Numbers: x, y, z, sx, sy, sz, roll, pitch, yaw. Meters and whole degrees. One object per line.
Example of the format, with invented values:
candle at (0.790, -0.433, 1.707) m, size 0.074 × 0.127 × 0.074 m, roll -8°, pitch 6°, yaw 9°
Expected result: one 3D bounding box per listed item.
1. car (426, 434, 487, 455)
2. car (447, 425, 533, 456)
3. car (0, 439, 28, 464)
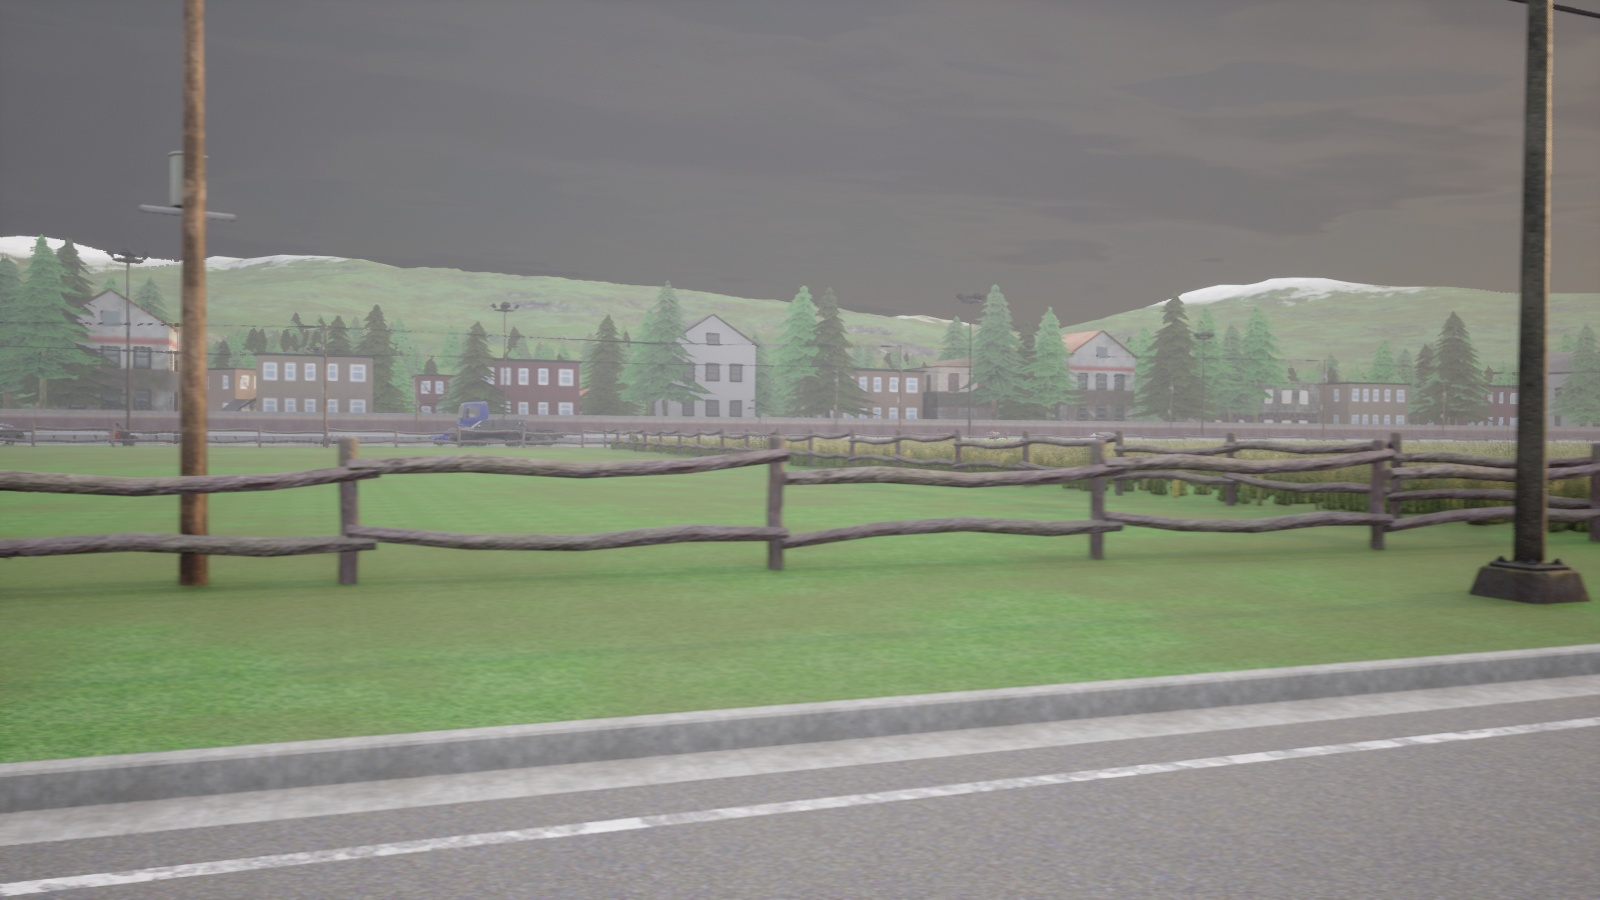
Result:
car at (-25.519, -0.456, 93.254) m, size 4.193 × 1.474 × 1.816 m, roll -1°, pitch 1°, yaw -21°
car at (-21.558, -0.700, 87.259) m, size 5.566 × 2.045 × 2.150 m, roll -1°, pitch 1°, yaw -21°
car at (-52.009, 0.120, 79.601) m, size 4.892 × 1.490 × 1.837 m, roll -1°, pitch 1°, yaw -21°
